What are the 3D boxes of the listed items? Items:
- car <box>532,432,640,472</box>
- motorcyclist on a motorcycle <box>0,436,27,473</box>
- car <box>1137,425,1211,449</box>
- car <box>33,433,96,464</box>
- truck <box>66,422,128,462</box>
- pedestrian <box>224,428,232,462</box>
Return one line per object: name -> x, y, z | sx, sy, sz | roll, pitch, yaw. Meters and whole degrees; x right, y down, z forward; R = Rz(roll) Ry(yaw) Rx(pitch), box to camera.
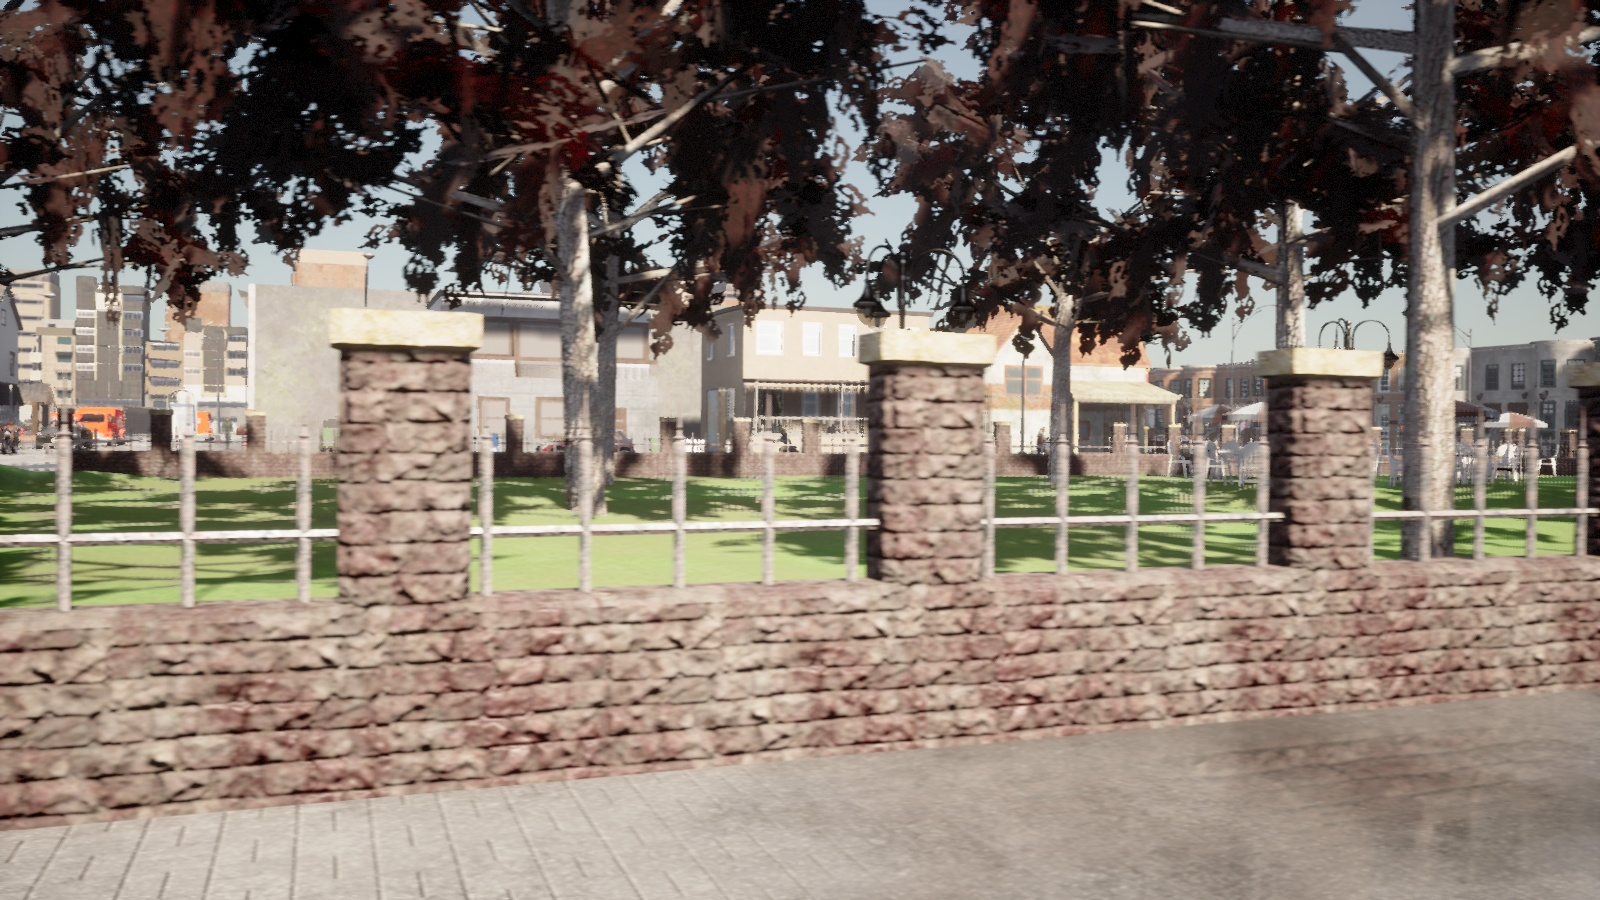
car -> -8.366, 0.057, 49.030 | 3.806, 1.475, 1.970 | -1, 1, -20
motorcyclist on a motorcycle -> -36.097, 0.204, 57.483 | 0.766, 1.649, 2.350 | -1, 1, -21
car -> 24.580, -0.855, 82.632 | 2.128, 1.511, 4.902 | -1, 1, -21
car -> -40.617, -0.113, 69.431 | 2.152, 1.651, 5.027 | -1, 1, -21
truck -> -44.459, -0.488, 79.596 | 2.627, 2.467, 5.204 | -1, 0, -20
pedestrian -> -31.026, -0.264, 68.101 | 0.353, 1.847, 0.614 | -1, 1, -20
